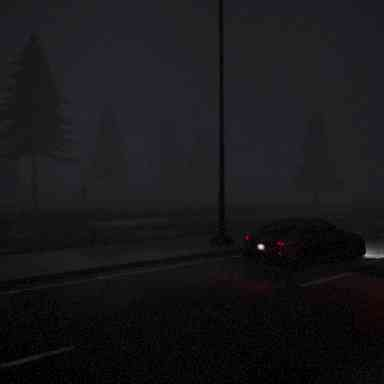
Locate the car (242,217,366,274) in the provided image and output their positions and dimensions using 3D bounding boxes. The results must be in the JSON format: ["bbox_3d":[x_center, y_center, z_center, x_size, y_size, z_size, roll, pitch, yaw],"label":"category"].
[{"bbox_3d":[3.587,1.499,10.470,4.181,1.385,1.994,0,0,-34],"label":"car"}]
